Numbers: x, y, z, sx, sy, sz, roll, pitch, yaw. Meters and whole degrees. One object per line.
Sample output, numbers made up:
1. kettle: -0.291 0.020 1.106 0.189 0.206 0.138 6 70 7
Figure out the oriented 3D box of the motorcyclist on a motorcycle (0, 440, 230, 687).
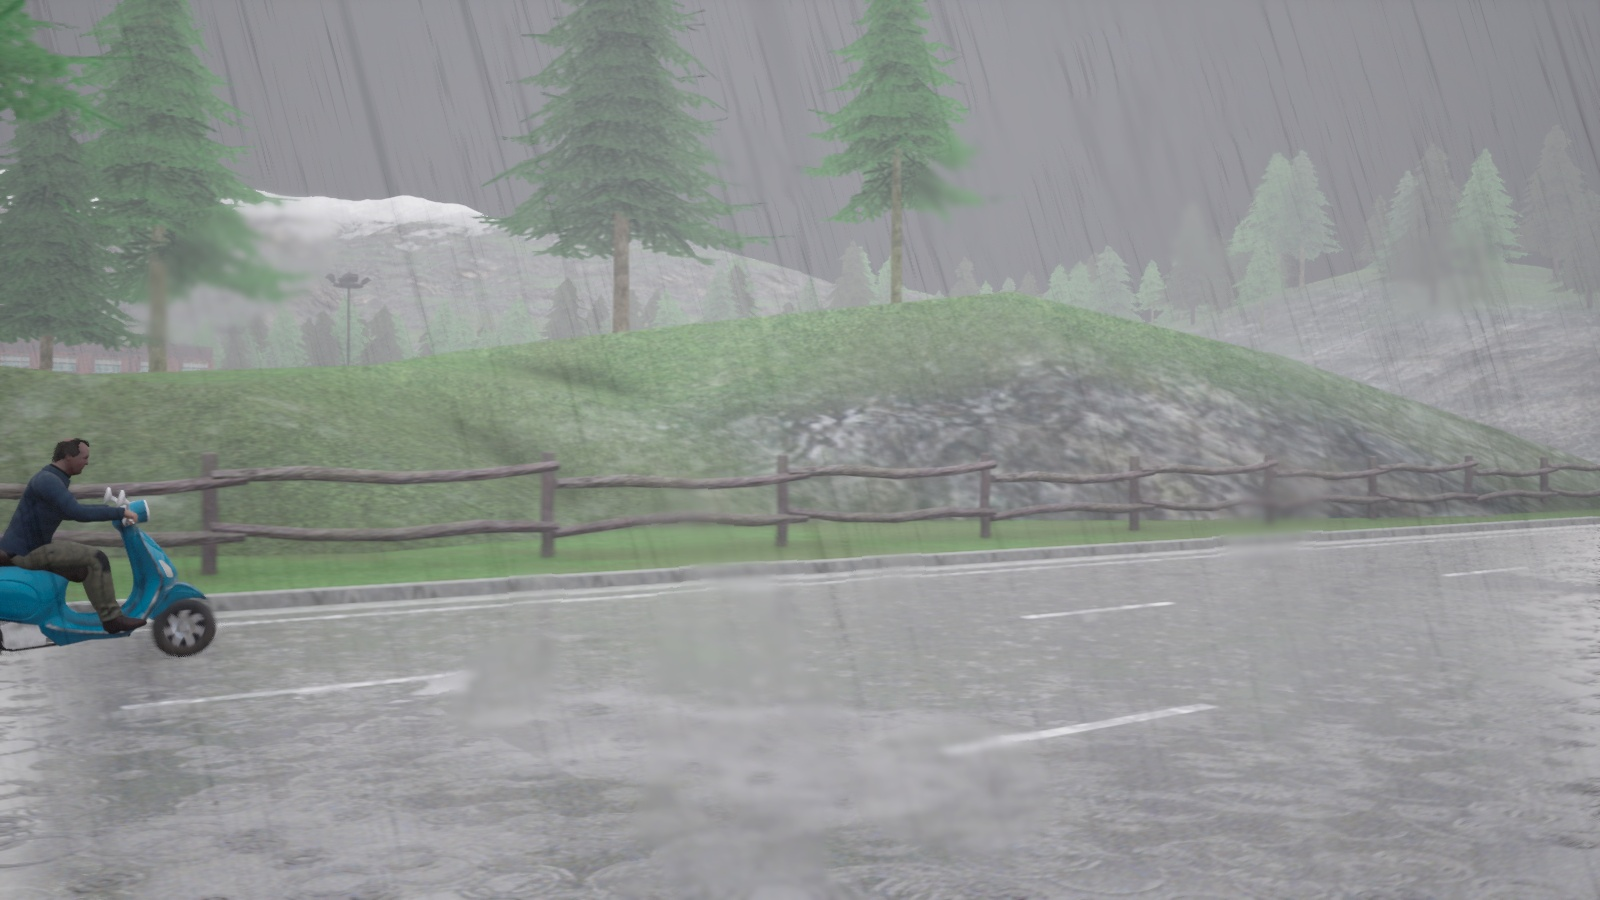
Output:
1. motorcyclist on a motorcycle: -5.017 0.731 8.696 1.817 1.590 0.866 0 0 -35
